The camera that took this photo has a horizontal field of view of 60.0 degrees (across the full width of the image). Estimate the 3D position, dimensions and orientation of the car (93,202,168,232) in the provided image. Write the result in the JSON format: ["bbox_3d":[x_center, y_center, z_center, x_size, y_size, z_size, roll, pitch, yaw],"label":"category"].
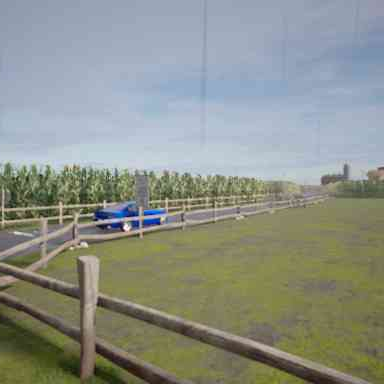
[{"bbox_3d":[-3.400,1.337,19.325,1.882,1.535,5.008,0,1,34],"label":"car"}]

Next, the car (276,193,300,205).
[{"bbox_3d":[12.941,1.035,45.647,1.837,1.490,4.892,0,1,30],"label":"car"}]

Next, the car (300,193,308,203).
[{"bbox_3d":[17.863,0.920,54.551,1.837,1.490,4.892,0,1,28],"label":"car"}]
